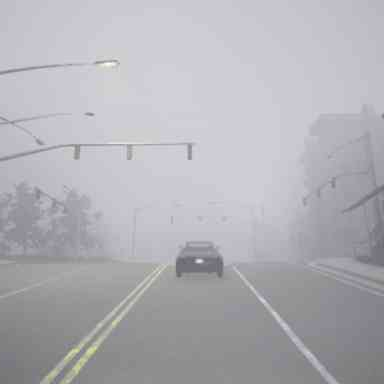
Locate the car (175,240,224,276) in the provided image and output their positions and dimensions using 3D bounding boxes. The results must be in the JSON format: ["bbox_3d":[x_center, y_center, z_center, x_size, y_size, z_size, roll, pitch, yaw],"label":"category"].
[{"bbox_3d":[0.340,2.850,14.833,1.994,1.385,4.181,0,-6,1],"label":"car"}]
